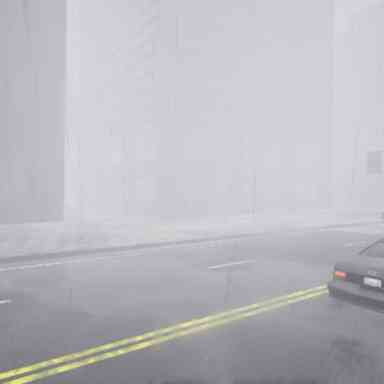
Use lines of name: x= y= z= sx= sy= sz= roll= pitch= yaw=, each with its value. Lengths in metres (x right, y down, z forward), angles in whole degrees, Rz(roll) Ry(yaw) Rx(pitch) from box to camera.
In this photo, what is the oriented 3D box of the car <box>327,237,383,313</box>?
car: x=5.069 y=1.568 z=7.055 sx=5.357 sy=1.411 sz=2.033 roll=0 pitch=0 yaw=-36
